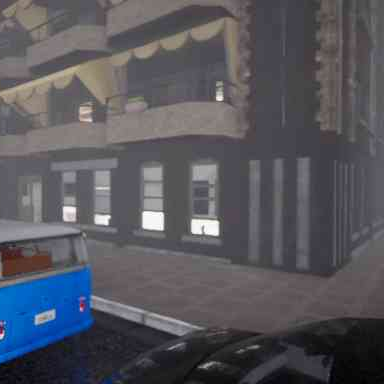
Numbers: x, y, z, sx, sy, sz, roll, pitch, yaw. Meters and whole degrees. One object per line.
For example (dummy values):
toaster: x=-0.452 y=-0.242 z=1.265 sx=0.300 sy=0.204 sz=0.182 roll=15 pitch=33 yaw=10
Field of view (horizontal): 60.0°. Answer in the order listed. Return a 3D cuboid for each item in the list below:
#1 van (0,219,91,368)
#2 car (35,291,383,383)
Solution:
van: x=-3.349 y=1.331 z=5.255 sx=3.998 sy=1.788 sz=1.690 roll=0 pitch=0 yaw=35
car: x=1.159 y=1.566 z=2.044 sx=4.313 sy=1.339 sz=1.947 roll=0 pitch=0 yaw=35
